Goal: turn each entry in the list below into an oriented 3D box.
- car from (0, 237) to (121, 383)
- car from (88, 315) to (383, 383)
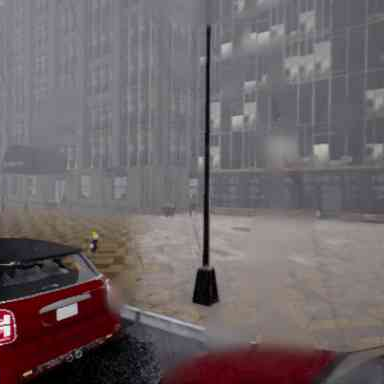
[{"bbox_3d":[-3.040,1.419,5.030,4.097,1.590,1.967,0,1,35],"label":"car"},{"bbox_3d":[1.555,1.584,1.756,4.206,1.307,1.802,0,1,35],"label":"car"}]
